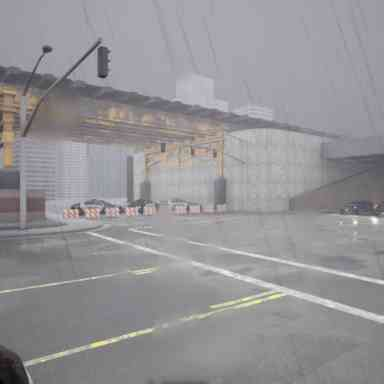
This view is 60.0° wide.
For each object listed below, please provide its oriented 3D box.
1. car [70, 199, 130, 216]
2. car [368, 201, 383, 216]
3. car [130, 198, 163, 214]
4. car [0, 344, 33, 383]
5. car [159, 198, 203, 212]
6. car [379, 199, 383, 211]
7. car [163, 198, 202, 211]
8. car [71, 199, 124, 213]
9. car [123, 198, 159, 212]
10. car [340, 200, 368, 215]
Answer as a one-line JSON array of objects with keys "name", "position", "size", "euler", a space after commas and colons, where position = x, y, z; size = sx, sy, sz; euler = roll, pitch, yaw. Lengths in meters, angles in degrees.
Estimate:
[{"name": "car", "position": [-8.995, 1.453, 32.078], "size": [4.974, 1.542, 2.038], "euler": [0, 0, 8]}, {"name": "car", "position": [18.967, 1.352, 31.332], "size": [4.553, 1.767, 2.097], "euler": [0, 0, -37]}, {"name": "car", "position": [-5.255, 1.453, 34.770], "size": [2.038, 1.542, 4.974], "euler": [0, 0, 18]}, {"name": "car", "position": [-3.331, 1.492, 1.395], "size": [4.902, 1.511, 2.128], "euler": [0, 0, -35]}, {"name": "car", "position": [-1.351, 1.453, 38.536], "size": [4.974, 1.542, 2.038], "euler": [0, 0, -7]}, {"name": "car", "position": [24.838, 1.547, 40.149], "size": [5.357, 1.411, 2.033], "euler": [0, 0, -37]}, {"name": "car", "position": [-1.403, 1.295, 38.530], "size": [4.536, 1.218, 1.853], "euler": [0, 0, -7]}, {"name": "car", "position": [-9.046, 1.295, 32.085], "size": [4.536, 1.218, 1.853], "euler": [0, 0, 8]}, {"name": "car", "position": [-5.239, 1.295, 34.819], "size": [1.853, 1.218, 4.536], "euler": [0, 0, 18]}, {"name": "car", "position": [17.188, 1.526, 34.377], "size": [4.674, 1.442, 1.812], "euler": [0, 0, -37]}]
